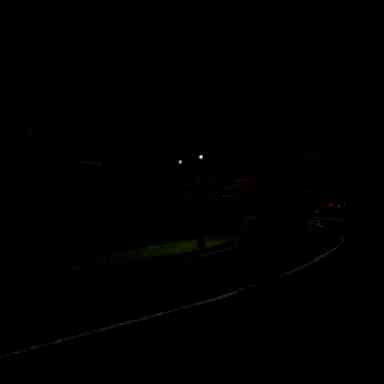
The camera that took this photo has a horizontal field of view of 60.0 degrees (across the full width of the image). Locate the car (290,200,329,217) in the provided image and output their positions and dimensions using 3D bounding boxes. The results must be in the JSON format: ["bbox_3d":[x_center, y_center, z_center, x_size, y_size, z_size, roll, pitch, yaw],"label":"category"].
[{"bbox_3d":[12.362,1.884,36.131,2.128,1.511,4.902,0,-1,-7],"label":"car"}]

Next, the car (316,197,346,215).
[{"bbox_3d":[15.682,1.654,39.124,2.150,2.045,5.566,0,-1,-9],"label":"car"}]
